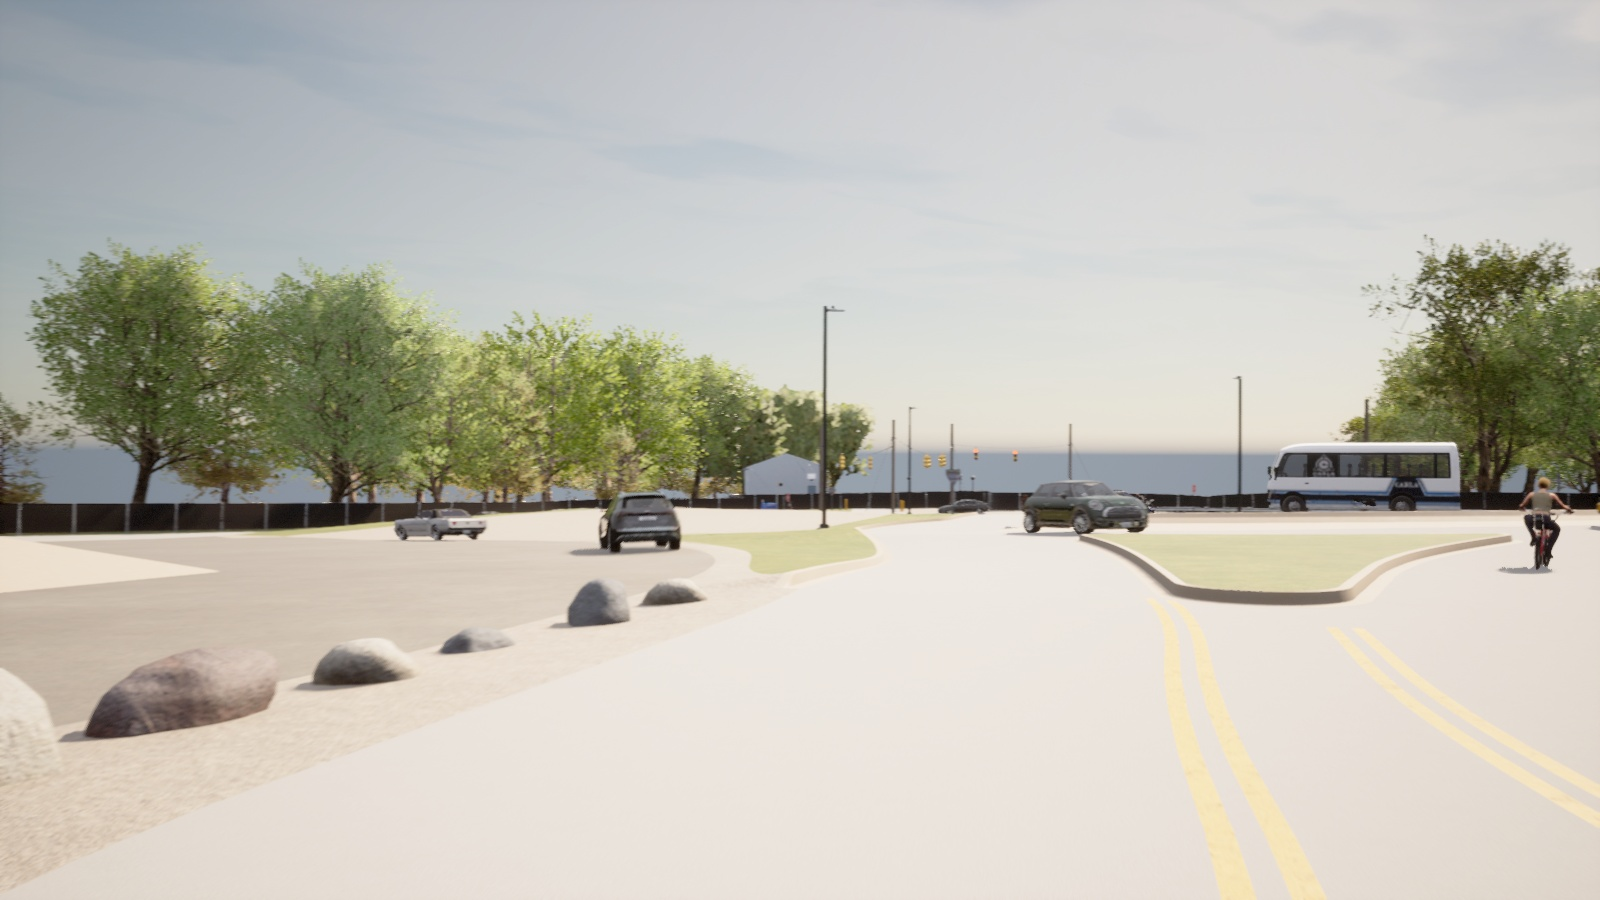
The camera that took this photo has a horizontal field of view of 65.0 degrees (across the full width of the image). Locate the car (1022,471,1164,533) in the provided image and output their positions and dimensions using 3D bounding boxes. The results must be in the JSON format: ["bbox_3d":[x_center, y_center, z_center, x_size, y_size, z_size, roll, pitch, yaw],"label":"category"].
[{"bbox_3d":[9.072,1.646,39.280,2.097,1.767,4.553,-1,-2,-21],"label":"car"}]

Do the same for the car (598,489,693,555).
[{"bbox_3d":[-4.400,1.987,35.165,2.033,1.649,4.856,-2,-2,-14],"label":"car"}]

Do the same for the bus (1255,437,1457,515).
[{"bbox_3d":[31.682,1.464,71.791,10.273,4.253,3.944,-1,-1,26],"label":"bus"}]

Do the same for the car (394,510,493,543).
[{"bbox_3d":[-14.911,3.223,52.429,4.718,1.301,1.895,-4,-5,45],"label":"car"}]

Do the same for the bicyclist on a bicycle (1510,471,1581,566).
[{"bbox_3d":[13.252,1.182,22.304,0.866,1.612,1.509,1,0,39],"label":"bicyclist on a bicycle"}]
